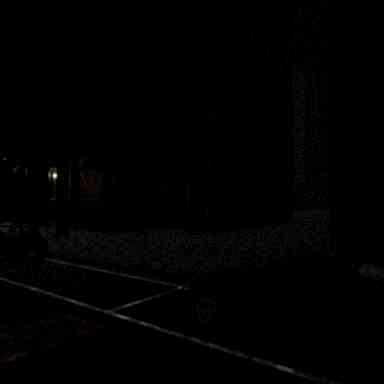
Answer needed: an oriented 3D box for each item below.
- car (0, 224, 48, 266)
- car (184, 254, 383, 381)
[{"bbox_3d":[-7.109,1.871,12.405,4.403,1.369,2.008,-1,-2,37],"label":"car"},{"bbox_3d":[1.912,1.740,5.632,4.507,1.381,1.887,-1,-2,37],"label":"car"}]
